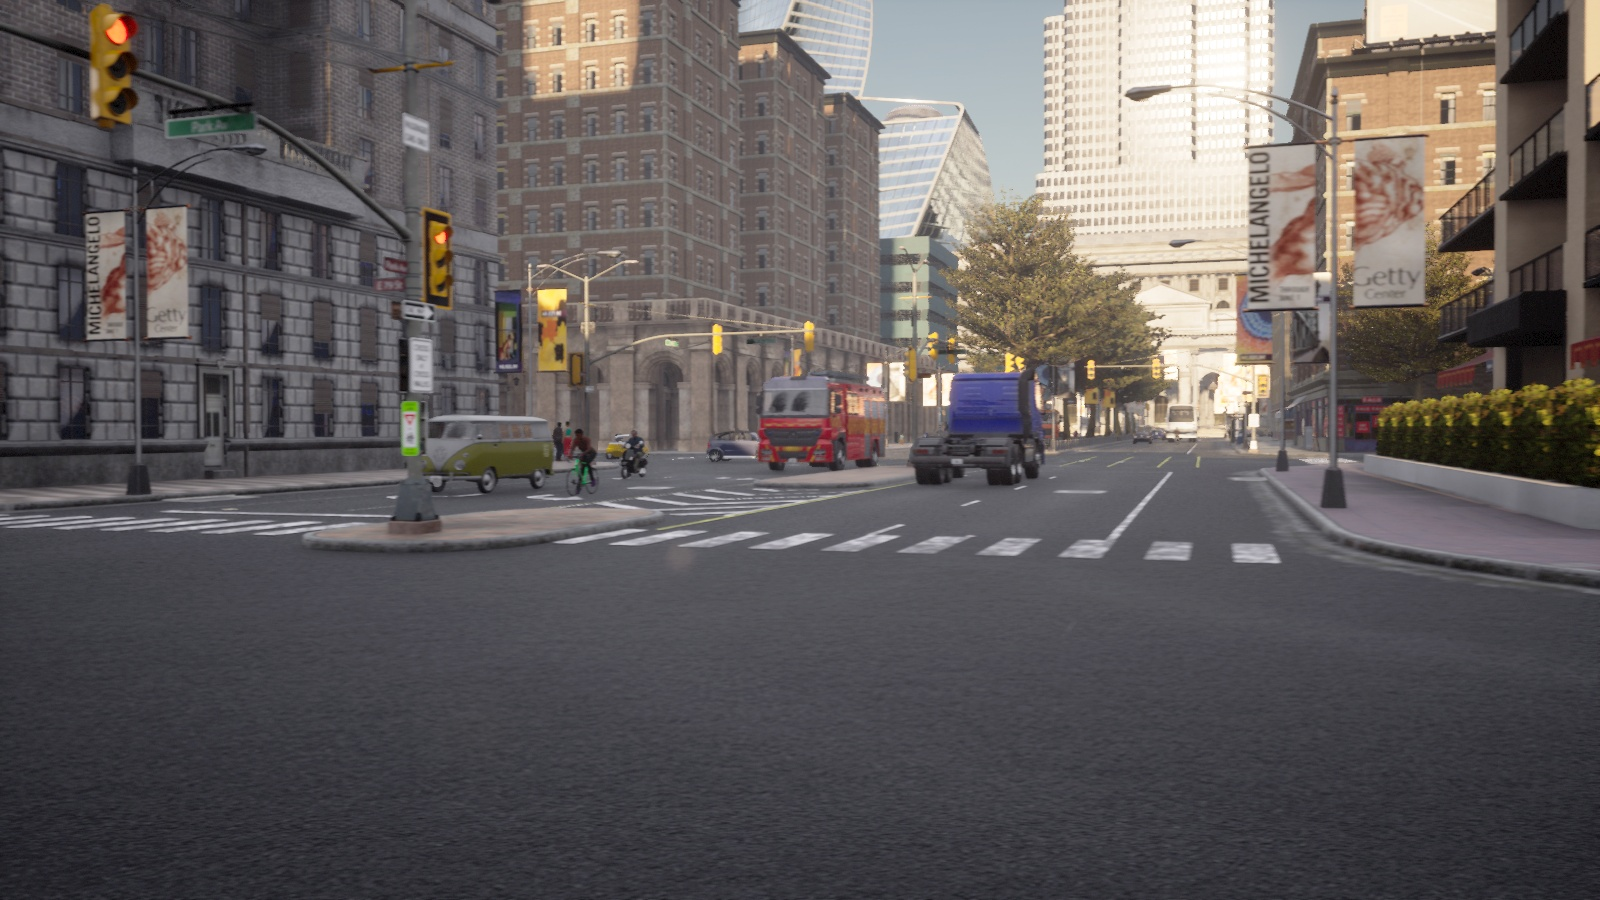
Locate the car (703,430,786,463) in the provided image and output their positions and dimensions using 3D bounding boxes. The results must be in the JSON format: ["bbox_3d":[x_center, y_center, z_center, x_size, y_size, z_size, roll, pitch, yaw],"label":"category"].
[{"bbox_3d":[-2.706,-0.190,61.666,3.705,1.549,1.789,0,1,18],"label":"car"}]

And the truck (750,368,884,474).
[{"bbox_3d":[0.866,-1.133,49.810,2.891,3.827,8.468,1,1,18],"label":"truck"}]

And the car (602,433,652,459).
[{"bbox_3d":[-9.282,-0.235,67.453,2.207,1.376,1.481,0,1,18],"label":"car"}]

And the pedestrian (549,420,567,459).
[{"bbox_3d":[-11.111,-0.483,57.700,0.328,1.805,0.869,1,1,33],"label":"pedestrian"}]

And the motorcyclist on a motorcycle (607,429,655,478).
[{"bbox_3d":[-5.557,0.095,41.465,0.866,1.590,1.817,1,1,18],"label":"motorcyclist on a motorcycle"}]

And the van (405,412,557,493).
[{"bbox_3d":[-8.296,0.018,33.091,1.775,1.987,4.442,1,1,18],"label":"van"}]

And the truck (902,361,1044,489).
[{"bbox_3d":[5.435,-0.744,38.055,2.891,3.462,7.936,1,1,18],"label":"truck"}]

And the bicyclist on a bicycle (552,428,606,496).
[{"bbox_3d":[-5.392,0.267,30.715,0.582,1.620,1.656,1,1,18],"label":"bicyclist on a bicycle"}]

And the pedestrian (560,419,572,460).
[{"bbox_3d":[-10.646,-0.473,57.195,0.345,1.836,0.594,0,1,-32],"label":"pedestrian"}]
